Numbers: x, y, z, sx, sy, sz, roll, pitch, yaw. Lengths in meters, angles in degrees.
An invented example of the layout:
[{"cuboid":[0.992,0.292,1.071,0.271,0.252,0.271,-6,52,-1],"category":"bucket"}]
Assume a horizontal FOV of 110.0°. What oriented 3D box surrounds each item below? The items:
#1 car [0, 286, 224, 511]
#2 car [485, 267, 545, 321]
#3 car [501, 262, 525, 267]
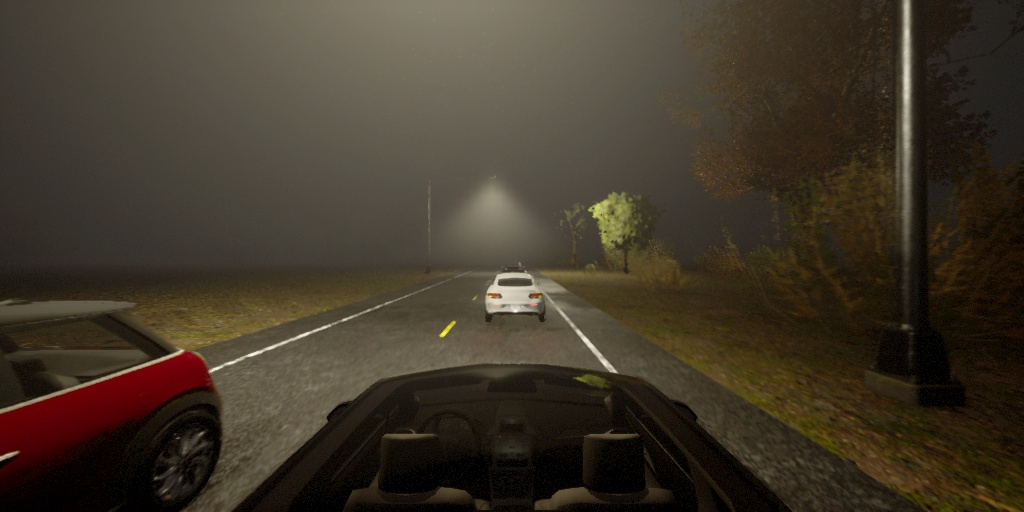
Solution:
[{"cuboid":[-3.599,1.102,1.214,2.097,1.767,4.553,0,0,0],"category":"car"},{"cuboid":[0.094,1.275,12.345,1.812,1.442,4.674,0,0,0],"category":"car"},{"cuboid":[0.089,1.236,30.138,2.128,1.511,4.902,0,0,0],"category":"car"}]
